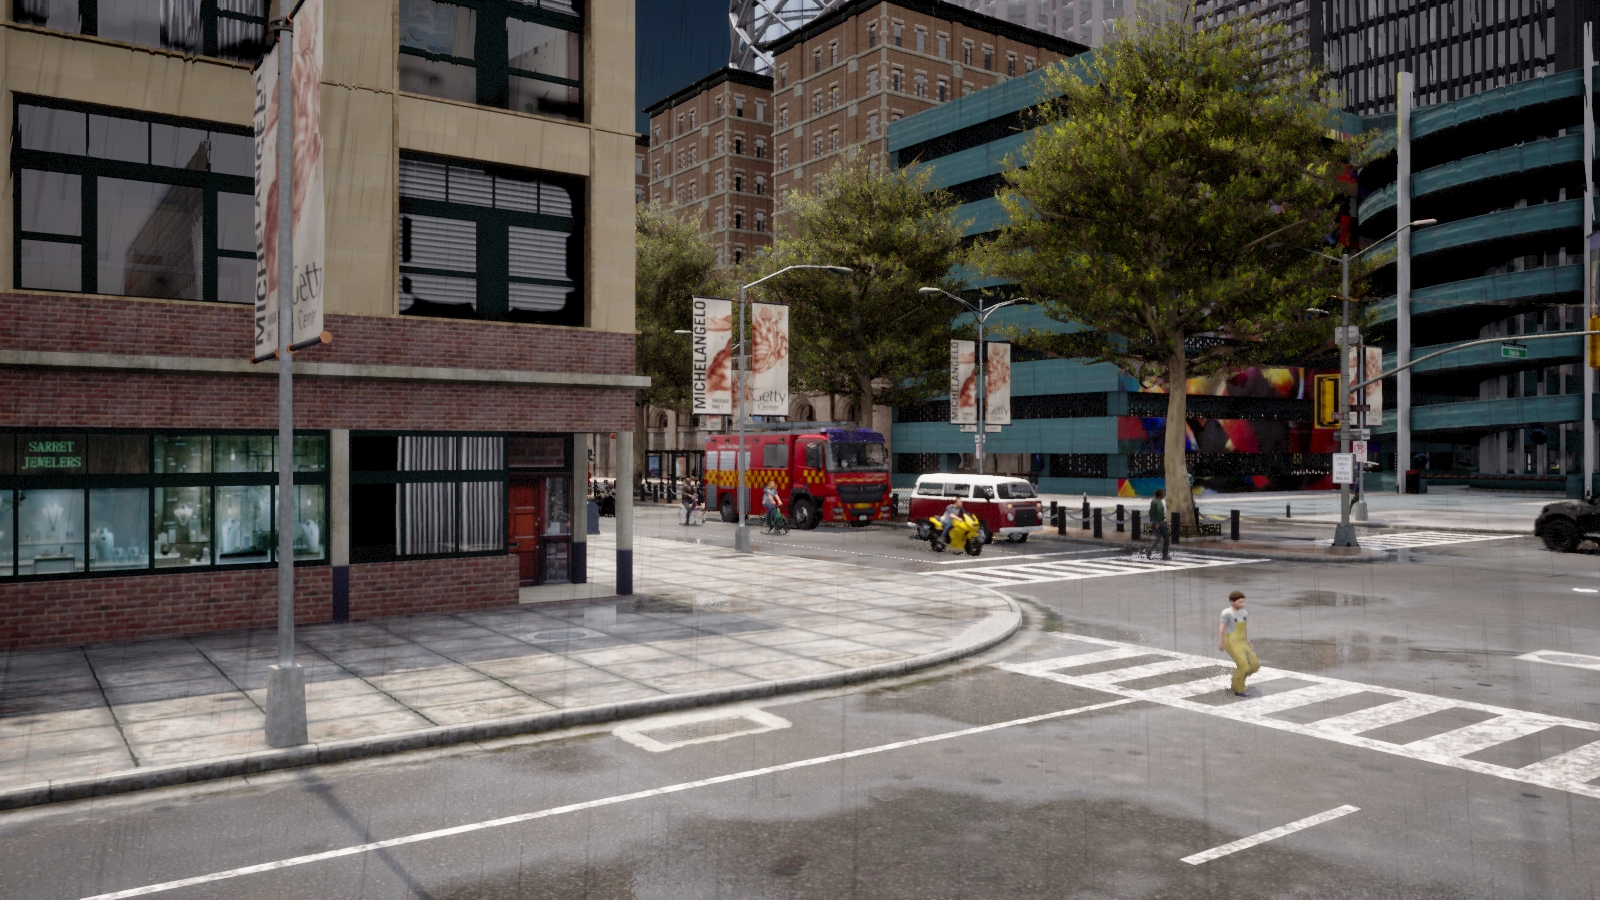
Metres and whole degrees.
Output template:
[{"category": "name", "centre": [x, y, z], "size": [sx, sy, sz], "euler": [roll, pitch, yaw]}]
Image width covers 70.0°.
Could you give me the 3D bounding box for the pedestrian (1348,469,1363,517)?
[{"category": "pedestrian", "centre": [21.744, 1.679, 44.692], "size": [0.375, 1.860, 0.375], "euler": [0, 0, -30]}]

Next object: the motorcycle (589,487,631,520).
[{"category": "motorcycle", "centre": [-7.898, 2.197, 47.408], "size": [0.867, 1.251, 2.209], "euler": [0, 0, -35]}]

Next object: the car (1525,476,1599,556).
[{"category": "car", "centre": [22.136, 1.766, 29.596], "size": [2.150, 2.045, 5.566], "euler": [0, 0, -18]}]

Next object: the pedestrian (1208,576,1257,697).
[{"category": "pedestrian", "centre": [4.960, 2.124, 13.101], "size": [0.375, 1.300, 0.375], "euler": [0, 0, -30]}]

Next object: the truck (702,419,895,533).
[{"category": "truck", "centre": [-0.276, 0.881, 42.668], "size": [2.891, 3.827, 8.468], "euler": [0, 0, -35]}]

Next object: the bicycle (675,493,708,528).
[{"category": "bicycle", "centre": [-3.974, 2.202, 41.836], "size": [0.329, 1.171, 1.835], "euler": [0, 0, -35]}]

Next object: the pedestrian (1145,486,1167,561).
[{"category": "pedestrian", "centre": [8.968, 1.839, 28.806], "size": [0.375, 1.860, 0.375], "euler": [0, 0, -15]}]

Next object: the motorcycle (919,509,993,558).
[{"category": "motorcycle", "centre": [4.133, 2.203, 30.451], "size": [0.803, 1.145, 2.033], "euler": [0, 1, -34]}]

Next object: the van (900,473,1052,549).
[{"category": "van", "centre": [5.279, 1.773, 34.810], "size": [2.069, 2.038, 4.480], "euler": [0, 0, -35]}]

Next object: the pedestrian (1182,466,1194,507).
[{"category": "pedestrian", "centre": [17.711, 1.681, 52.145], "size": [0.375, 1.860, 0.375], "euler": [0, 0, -28]}]
